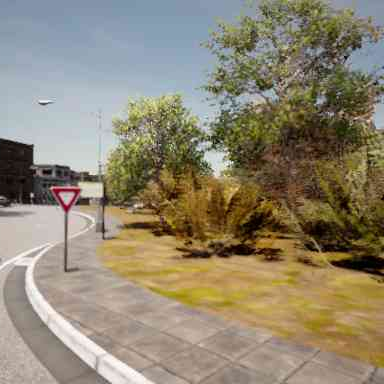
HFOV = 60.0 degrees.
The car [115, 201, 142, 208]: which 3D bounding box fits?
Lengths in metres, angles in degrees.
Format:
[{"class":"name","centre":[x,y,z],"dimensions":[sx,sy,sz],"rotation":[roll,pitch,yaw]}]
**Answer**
[{"class":"car","centre":[-13.595,2.714,69.150],"dimensions":[4.892,1.521,2.231],"rotation":[1,-4,4]}]

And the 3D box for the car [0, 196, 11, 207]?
[{"class":"car","centre":[-25.707,1.184,43.025],"dimensions":[4.902,1.511,2.128],"rotation":[1,1,21]}]

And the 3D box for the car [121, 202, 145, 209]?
[{"class":"car","centre":[-13.186,3.067,74.632],"dimensions":[4.892,1.521,2.231],"rotation":[1,-4,4]}]

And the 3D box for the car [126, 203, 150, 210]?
[{"class":"car","centre":[-12.980,3.402,80.132],"dimensions":[5.366,1.575,1.946],"rotation":[1,-3,4]}]

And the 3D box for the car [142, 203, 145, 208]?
[{"class":"car","centre":[-13.396,2.891,71.892],"dimensions":[5.008,1.535,2.097],"rotation":[1,-4,4]}]

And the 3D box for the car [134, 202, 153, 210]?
[{"class":"car","centre":[-12.426,3.612,85.607],"dimensions":[4.553,1.767,2.185],"rotation":[1,-3,4]}]
